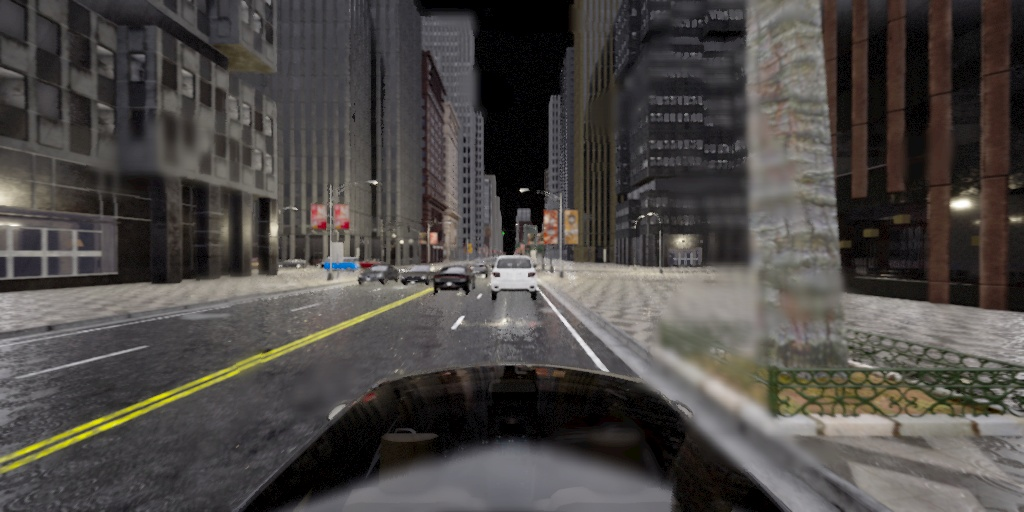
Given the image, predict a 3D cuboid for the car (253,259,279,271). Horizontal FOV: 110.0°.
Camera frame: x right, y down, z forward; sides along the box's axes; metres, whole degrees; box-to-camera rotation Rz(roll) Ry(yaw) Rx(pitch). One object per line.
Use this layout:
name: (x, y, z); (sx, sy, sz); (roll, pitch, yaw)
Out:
car: (-31.783, 1.149, 43.790); (4.829, 1.417, 1.751); (0, 0, 0)

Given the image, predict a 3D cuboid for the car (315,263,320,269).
car: (-26.305, 1.193, 52.300); (4.313, 1.339, 1.948); (0, 0, 0)

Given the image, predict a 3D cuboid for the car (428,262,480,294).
car: (-3.159, 1.263, 20.520); (1.882, 1.535, 5.008); (0, 0, 0)

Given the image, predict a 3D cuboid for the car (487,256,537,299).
car: (0.091, 1.002, 18.474); (2.150, 2.045, 5.566); (0, 0, 0)

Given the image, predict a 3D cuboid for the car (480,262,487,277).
car: (-3.346, 1.313, 36.573); (2.128, 1.511, 4.902); (0, 0, -3)

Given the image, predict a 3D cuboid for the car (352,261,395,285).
car: (-9.762, 1.333, 26.693); (1.812, 1.442, 4.674); (0, 0, 0)

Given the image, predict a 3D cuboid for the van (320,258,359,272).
van: (-20.705, 1.065, 43.759); (3.998, 1.789, 1.690); (0, 0, 0)

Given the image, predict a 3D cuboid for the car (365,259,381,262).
car: (-20.681, 1.118, 52.285); (4.097, 1.591, 1.967); (0, 0, 0)

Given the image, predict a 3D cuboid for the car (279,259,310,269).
car: (-31.930, 1.128, 52.316); (4.403, 1.370, 2.007); (0, 0, 0)

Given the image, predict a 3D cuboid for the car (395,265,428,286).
car: (-6.515, 1.346, 26.203); (2.033, 1.411, 5.357); (0, 0, 0)
